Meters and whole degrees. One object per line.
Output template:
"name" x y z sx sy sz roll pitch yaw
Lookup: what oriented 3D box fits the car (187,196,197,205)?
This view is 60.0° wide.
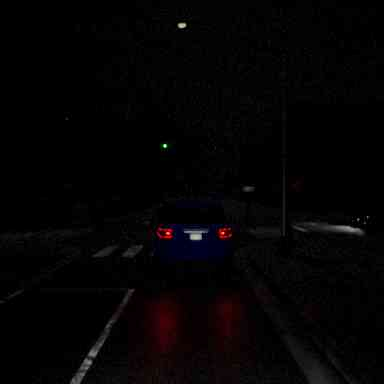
"car" 0.000 1.619 62.015 1.882 1.535 5.008 0 0 0

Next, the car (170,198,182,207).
"car" -2.642 1.691 54.972 1.802 1.307 4.206 0 0 0

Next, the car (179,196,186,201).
"car" -2.644 1.883 94.792 2.008 1.369 4.403 -1 0 0

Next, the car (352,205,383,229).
"car" 12.041 1.467 20.127 4.181 1.385 1.994 0 0 0

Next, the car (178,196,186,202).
"car" -2.644 1.839 89.103 1.887 1.381 4.507 0 0 0

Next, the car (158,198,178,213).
"car" -2.642 1.489 37.906 1.967 1.590 4.097 0 0 0

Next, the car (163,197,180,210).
"car" -2.641 1.506 43.594 1.967 1.590 4.097 0 0 0

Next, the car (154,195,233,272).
"car" -0.086 1.221 11.008 2.150 2.045 5.566 0 0 -4

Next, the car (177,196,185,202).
"car" -2.644 1.803 83.414 1.887 1.381 4.507 0 0 0

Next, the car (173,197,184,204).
"car" -2.643 1.713 66.349 2.008 1.369 4.403 0 0 0

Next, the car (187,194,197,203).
"car" 0.000 1.382 72.406 2.097 1.767 4.553 0 0 0
